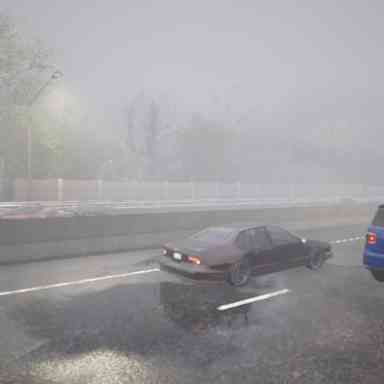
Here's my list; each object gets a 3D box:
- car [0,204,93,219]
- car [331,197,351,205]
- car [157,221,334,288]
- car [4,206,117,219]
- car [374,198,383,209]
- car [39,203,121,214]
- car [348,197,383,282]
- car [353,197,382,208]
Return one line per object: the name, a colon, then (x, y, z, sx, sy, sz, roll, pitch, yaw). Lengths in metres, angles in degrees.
car: (-8.504, 1.597, 19.422, 4.718, 1.301, 1.895, 0, 0, -35)
car: (23.066, 1.491, 50.473, 4.892, 1.490, 1.837, 0, 0, -35)
car: (1.694, 1.541, 9.250, 5.357, 1.411, 2.033, 0, 0, -36)
car: (-6.452, 1.597, 16.587, 4.718, 1.301, 1.895, 0, 0, -35)
car: (26.297, 1.493, 44.191, 4.892, 1.490, 1.837, 1, 0, -35)
car: (-7.862, 1.540, 24.178, 5.357, 1.411, 2.033, 0, 0, -35)
car: (6.563, 1.212, 8.424, 5.566, 2.045, 2.150, 0, 0, -35)
car: (25.186, 1.512, 47.690, 4.674, 1.442, 1.812, 0, 0, -35)
